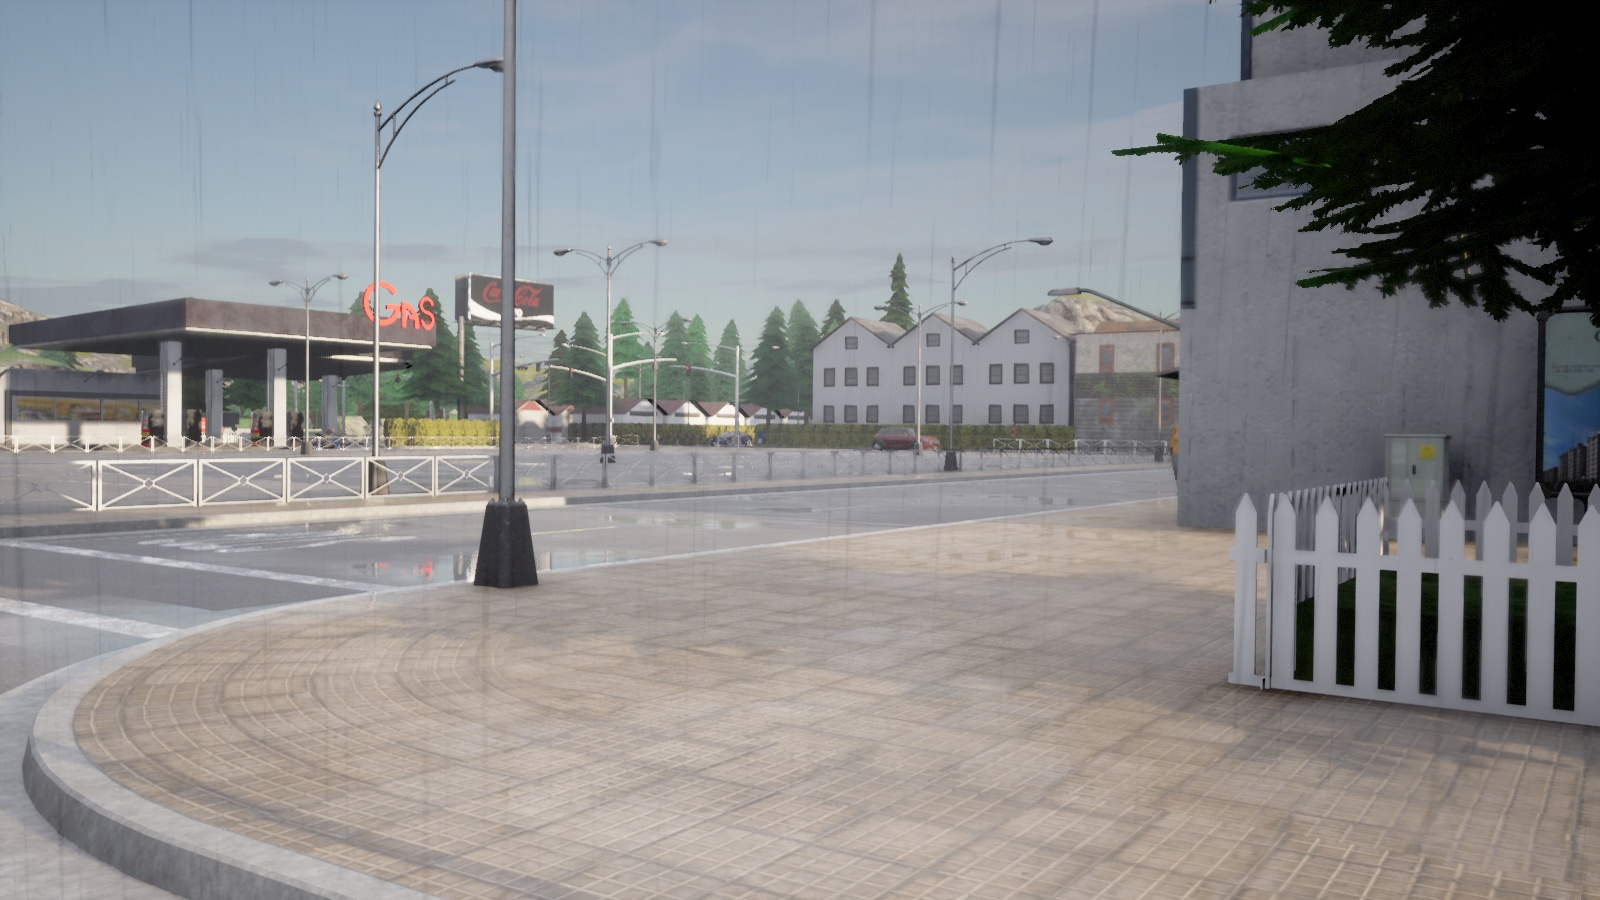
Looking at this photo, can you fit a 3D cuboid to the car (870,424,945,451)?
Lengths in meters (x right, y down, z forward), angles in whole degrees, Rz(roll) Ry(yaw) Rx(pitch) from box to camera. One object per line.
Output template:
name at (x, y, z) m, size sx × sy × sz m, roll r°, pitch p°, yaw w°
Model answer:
car at (7.125, -0.843, 83.356) m, size 4.553 × 1.767 × 2.097 m, roll 0°, pitch 1°, yaw 34°

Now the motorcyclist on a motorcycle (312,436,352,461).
motorcyclist on a motorcycle at (-28.886, -0.094, 77.469) m, size 0.866 × 1.530 × 2.191 m, roll 0°, pitch 1°, yaw 35°

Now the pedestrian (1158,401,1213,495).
pedestrian at (7.832, -0.049, 25.511) m, size 0.874 × 1.855 × 0.900 m, roll 0°, pitch 1°, yaw 31°
